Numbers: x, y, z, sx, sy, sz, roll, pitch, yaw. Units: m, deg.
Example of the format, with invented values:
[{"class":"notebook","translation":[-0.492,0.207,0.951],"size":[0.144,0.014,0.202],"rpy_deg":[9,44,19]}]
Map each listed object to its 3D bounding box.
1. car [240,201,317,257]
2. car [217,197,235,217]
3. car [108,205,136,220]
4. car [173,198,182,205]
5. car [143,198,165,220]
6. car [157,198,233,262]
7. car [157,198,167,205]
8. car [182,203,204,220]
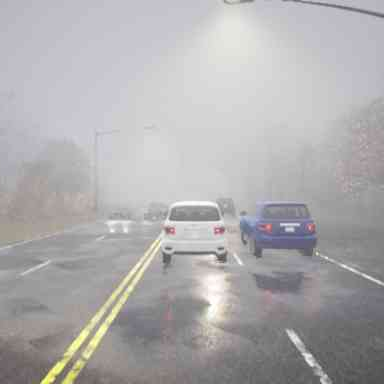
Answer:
[{"class":"car","translation":[3.336,1.381,13.801],"size":[2.150,2.045,5.566],"rpy_deg":[0,-1,1]},{"class":"car","translation":[3.352,1.604,36.031],"size":[2.150,2.045,5.566],"rpy_deg":[0,-1,0]},{"class":"car","translation":[-6.592,1.912,31.674],"size":[1.994,1.385,4.181],"rpy_deg":[0,0,0]},{"class":"car","translation":[-3.235,2.058,73.056],"size":[1.812,1.442,4.674],"rpy_deg":[0,0,0]},{"class":"car","translation":[-3.342,1.701,31.696],"size":[2.097,1.767,4.553],"rpy_deg":[0,0,0]},{"class":"car","translation":[0.092,1.376,12.835],"size":[2.150,2.045,5.566],"rpy_deg":[0,-1,0]},{"class":"car","translation":[-6.485,2.058,73.056],"size":[1.812,1.442,4.674],"rpy_deg":[0,0,0]},{"class":"car","translation":[0.105,1.912,33.524],"size":[2.033,1.411,5.357],"rpy_deg":[0,0,0]}]
